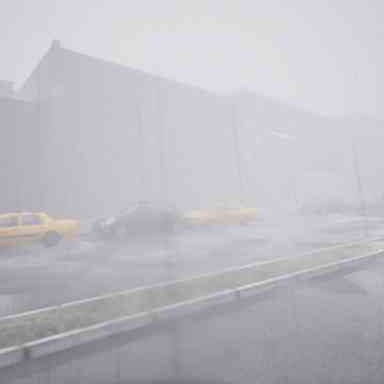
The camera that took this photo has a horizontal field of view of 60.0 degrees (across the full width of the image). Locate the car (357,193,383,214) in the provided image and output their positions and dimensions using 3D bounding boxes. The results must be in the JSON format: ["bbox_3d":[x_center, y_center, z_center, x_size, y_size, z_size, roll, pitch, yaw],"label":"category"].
[{"bbox_3d":[15.027,1.092,29.929,4.674,1.452,2.002,-1,0,-37],"label":"car"}]

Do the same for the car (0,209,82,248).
[{"bbox_3d":[-7.225,1.495,13.245,5.366,1.575,1.946,-1,0,-37],"label":"car"}]

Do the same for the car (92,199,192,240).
[{"bbox_3d":[-2.634,1.280,16.691,4.553,1.767,2.185,-1,0,-37],"label":"car"}]

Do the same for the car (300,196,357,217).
[{"bbox_3d":[10.611,1.141,26.617,4.892,1.521,2.231,-1,0,-37],"label":"car"}]

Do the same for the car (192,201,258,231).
[{"bbox_3d":[1.618,1.318,19.874,5.366,1.575,1.946,-1,0,-37],"label":"car"}]
